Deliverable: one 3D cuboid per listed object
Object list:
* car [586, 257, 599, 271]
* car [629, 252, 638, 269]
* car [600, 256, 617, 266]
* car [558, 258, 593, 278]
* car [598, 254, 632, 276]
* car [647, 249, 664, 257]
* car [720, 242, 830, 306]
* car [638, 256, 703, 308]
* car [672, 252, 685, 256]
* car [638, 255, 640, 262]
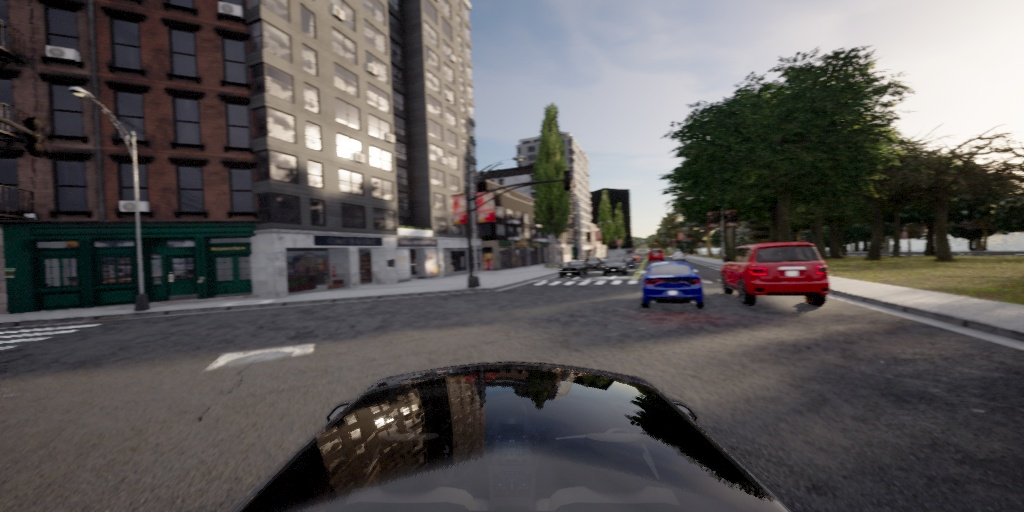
[{"bbox_3d":[8.861,0.835,39.574,1.837,1.490,4.892,-3,0,21],"label":"car"},{"bbox_3d":[12.460,0.524,39.876,2.097,1.767,4.553,-3,0,22],"label":"car"},{"bbox_3d":[14.672,0.683,54.383,1.895,1.301,4.718,-3,0,22],"label":"car"},{"bbox_3d":[5.317,1.092,30.447,1.895,1.301,4.718,-3,0,22],"label":"car"},{"bbox_3d":[8.929,0.835,30.777,1.837,1.490,4.892,-3,0,21],"label":"car"},{"bbox_3d":[21.227,0.014,53.009,2.150,2.045,5.566,-3,0,21],"label":"car"},{"bbox_3d":[9.208,0.553,13.050,2.150,2.045,5.566,-3,0,21],"label":"car"},{"bbox_3d":[5.933,0.954,13.570,1.882,1.535,5.008,-3,0,21],"label":"car"},{"bbox_3d":[25.375,0.139,54.682,1.812,1.442,4.674,-3,0,21],"label":"car"},{"bbox_3d":[19.533,0.224,57.893,2.097,1.767,4.553,-3,0,21],"label":"car"}]
